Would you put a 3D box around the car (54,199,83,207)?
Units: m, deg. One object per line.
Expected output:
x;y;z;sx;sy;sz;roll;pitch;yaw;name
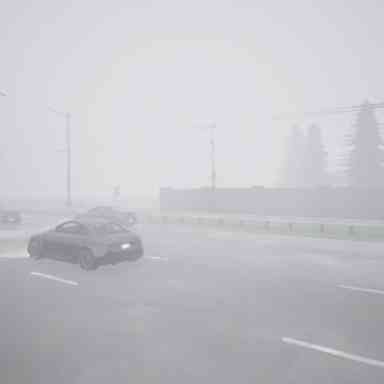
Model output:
-16.973;1.601;46.360;4.181;1.385;1.994;0;0;-20;car

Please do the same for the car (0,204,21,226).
-13.266;1.566;22.362;4.674;1.442;1.812;0;0;36;car

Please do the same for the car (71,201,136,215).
-5.466;1.531;21.010;4.674;1.442;1.812;0;0;36;car

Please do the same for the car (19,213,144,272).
-3.572;1.569;10.970;4.181;1.385;1.994;0;0;36;car
